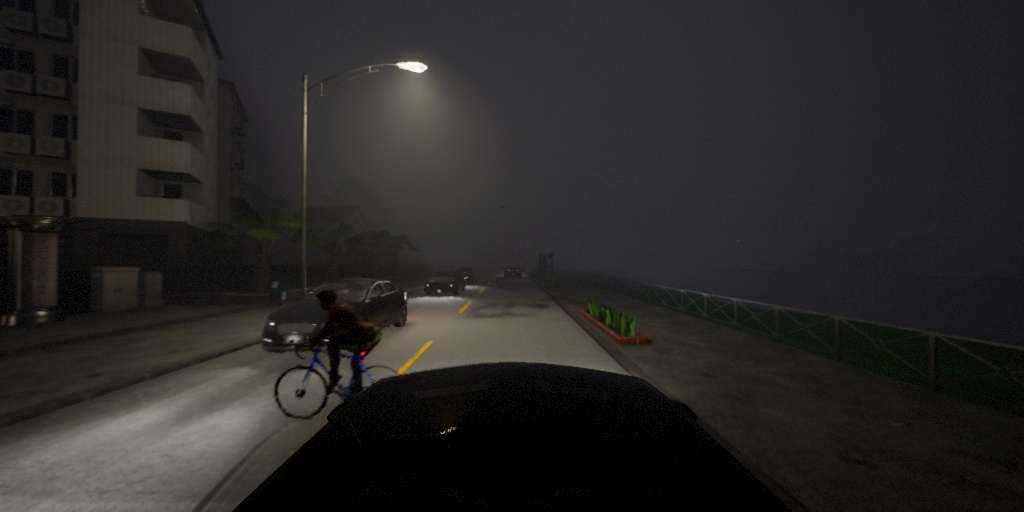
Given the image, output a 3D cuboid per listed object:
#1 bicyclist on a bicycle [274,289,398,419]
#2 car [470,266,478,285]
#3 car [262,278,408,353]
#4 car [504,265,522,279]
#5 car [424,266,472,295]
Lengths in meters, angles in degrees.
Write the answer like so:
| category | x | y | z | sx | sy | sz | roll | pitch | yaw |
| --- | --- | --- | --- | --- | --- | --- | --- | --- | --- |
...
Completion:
| category | x | y | z | sx | sy | sz | roll | pitch | yaw |
| --- | --- | --- | --- | --- | --- | --- | --- | --- | --- |
| bicyclist on a bicycle | -2.147 | 1.237 | 4.473 | 1.656 | 1.620 | 0.582 | 0 | -1 | 0 |
| car | -4.035 | 1.630 | 30.732 | 1.837 | 1.490 | 4.892 | 0 | -1 | 0 |
| car | -4.101 | 1.339 | 9.185 | 2.128 | 1.511 | 4.902 | 0 | -1 | 0 |
| car | 0.091 | 1.730 | 39.548 | 2.128 | 1.511 | 4.902 | 0 | -1 | 0 |
| car | -4.006 | 1.565 | 22.379 | 2.033 | 1.411 | 5.357 | 0 | -1 | 0 |
